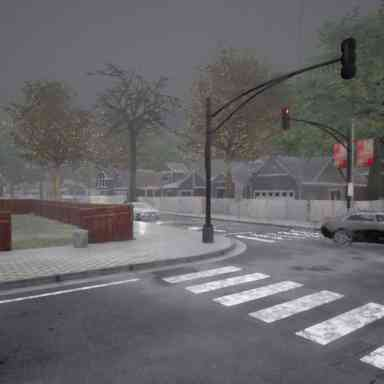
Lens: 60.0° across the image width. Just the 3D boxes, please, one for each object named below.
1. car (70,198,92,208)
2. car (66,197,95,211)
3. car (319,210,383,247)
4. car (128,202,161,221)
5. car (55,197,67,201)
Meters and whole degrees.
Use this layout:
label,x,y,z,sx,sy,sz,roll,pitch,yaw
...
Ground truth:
label,x,y,z,sx,sy,sz,roll,pitch,yaw
car,-16.614,1.651,49.653,1.994,1.385,4.181,0,0,-35
car,-13.055,1.528,39.684,1.882,1.535,5.008,0,-1,-35
car,7.770,1.505,13.457,4.902,1.511,2.128,0,0,34
car,-4.338,1.553,27.447,1.812,1.442,4.674,0,0,-36
car,-22.266,1.598,57.466,2.128,1.511,4.902,0,0,-36
